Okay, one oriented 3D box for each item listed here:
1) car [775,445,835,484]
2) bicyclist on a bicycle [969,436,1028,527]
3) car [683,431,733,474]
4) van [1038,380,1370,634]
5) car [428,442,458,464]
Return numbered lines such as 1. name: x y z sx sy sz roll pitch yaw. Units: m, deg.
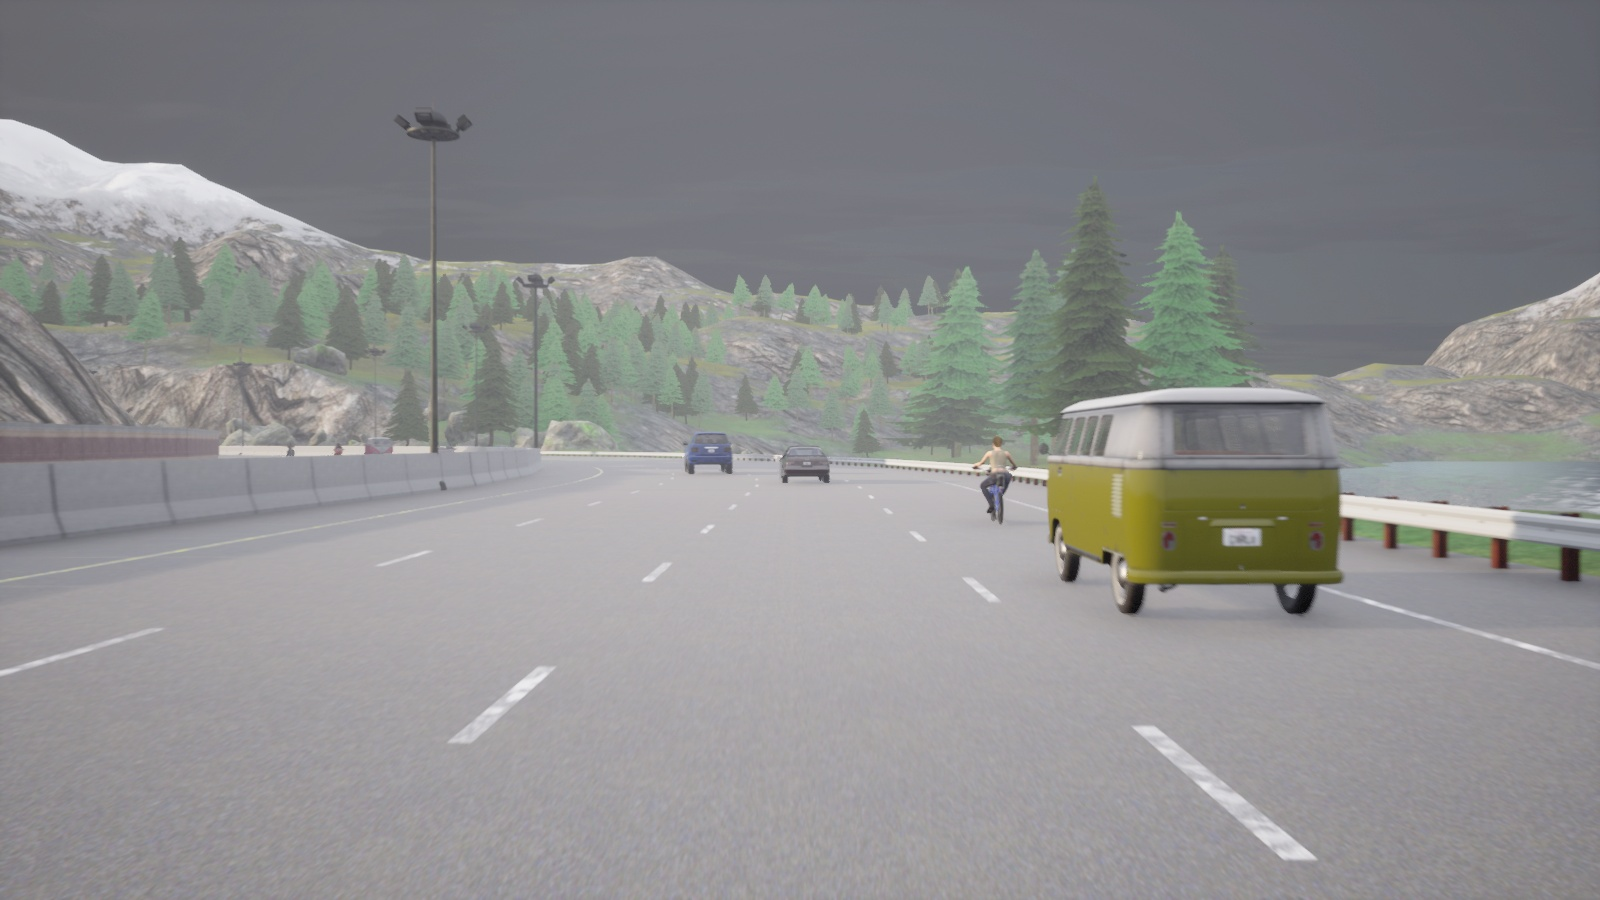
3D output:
1. car: 0.129 0.523 48.652 2.033 1.411 5.357 0 0 -3
2. bicyclist on a bicycle: 3.644 0.557 23.159 0.866 1.612 1.509 0 0 1
3. car: -4.617 0.114 62.418 2.150 2.045 5.566 0 0 -8
4. van: 3.584 0.435 12.047 1.775 1.987 4.442 0 0 0
5. car: -25.164 0.212 88.439 1.789 1.549 3.705 0 0 -19
